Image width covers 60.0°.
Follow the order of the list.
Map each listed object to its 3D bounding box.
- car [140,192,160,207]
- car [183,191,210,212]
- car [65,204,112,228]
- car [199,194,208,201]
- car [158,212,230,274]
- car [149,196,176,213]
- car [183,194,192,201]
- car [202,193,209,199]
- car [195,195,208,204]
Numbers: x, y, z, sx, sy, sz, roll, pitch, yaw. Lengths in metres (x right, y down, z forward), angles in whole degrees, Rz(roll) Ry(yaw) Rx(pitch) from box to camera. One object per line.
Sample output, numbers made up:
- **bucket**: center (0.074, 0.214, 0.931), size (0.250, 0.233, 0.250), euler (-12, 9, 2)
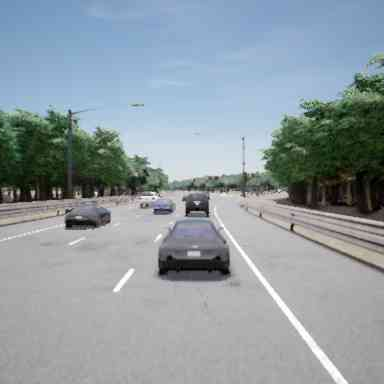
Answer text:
- **car**: center (-5.821, 1.032, 46.678), size (2.150, 2.045, 5.566), euler (0, 0, 3)
- **car**: center (0.523, 1.116, 31.264), size (2.150, 2.045, 5.566), euler (0, 0, 2)
- **car**: center (-6.660, 1.485, 21.733), size (1.994, 1.385, 4.181), euler (0, 0, 1)
- **car**: center (2.467, 1.163, 70.863), size (1.837, 1.490, 4.892), euler (0, 0, 3)
- **car**: center (0.071, 1.534, 10.461), size (1.994, 1.385, 4.181), euler (0, 0, 1)
- **car**: center (-2.833, 1.421, 35.020), size (2.033, 1.411, 5.357), euler (0, 0, 2)
- **car**: center (-0.941, 1.175, 72.086), size (1.812, 1.442, 4.674), euler (0, 0, 3)
- **car**: center (3.582, 1.046, 90.670), size (1.837, 1.490, 4.892), euler (0, 0, 3)
- **car**: center (1.677, 1.323, 56.825), size (1.994, 1.385, 4.181), euler (0, 0, 3)
